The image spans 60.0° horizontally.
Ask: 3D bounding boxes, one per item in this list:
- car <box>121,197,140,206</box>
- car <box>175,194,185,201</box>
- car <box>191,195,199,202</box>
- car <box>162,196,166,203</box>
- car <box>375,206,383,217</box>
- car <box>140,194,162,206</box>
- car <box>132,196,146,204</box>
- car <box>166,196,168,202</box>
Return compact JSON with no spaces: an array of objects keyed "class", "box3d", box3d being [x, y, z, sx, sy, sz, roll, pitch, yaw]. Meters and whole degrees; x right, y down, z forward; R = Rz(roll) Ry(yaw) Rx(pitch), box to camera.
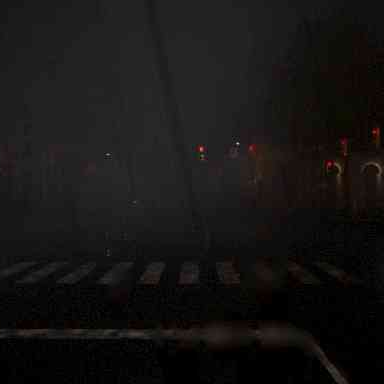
[{"class":"car","box3d":[-10.181,1.547,54.364,2.033,1.411,5.357,0,0,1]},{"class":"car","box3d":[-2.773,1.279,78.653,2.097,1.767,4.553,0,0,1]},{"class":"car","box3d":[0.727,1.450,78.623,2.128,1.511,4.902,0,0,1]},{"class":"car","box3d":[-6.581,1.526,63.782,1.812,1.442,4.674,0,0,1]},{"class":"car","box3d":[18.598,1.526,29.196,4.674,1.442,1.812,0,0,1]},{"class":"car","box3d":[-6.688,1.547,54.193,2.033,1.411,5.357,0,0,1]},{"class":"car","box3d":[-10.084,1.564,63.595,1.994,1.385,4.181,0,0,1]},{"class":"car","box3d":[-6.358,1.595,73.838,1.895,1.301,4.718,0,0,1]}]
